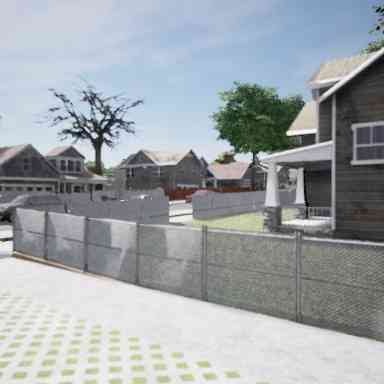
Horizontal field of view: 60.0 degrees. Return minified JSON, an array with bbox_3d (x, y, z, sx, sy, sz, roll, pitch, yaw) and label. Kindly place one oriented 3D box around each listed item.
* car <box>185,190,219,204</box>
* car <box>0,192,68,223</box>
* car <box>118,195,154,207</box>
[{"bbox_3d":[1.200,0.507,37.663,1.882,1.535,5.008,0,2,35],"label":"car"},{"bbox_3d":[-10.383,0.933,21.211,2.097,1.767,4.553,0,2,35],"label":"car"},{"bbox_3d":[-4.699,0.910,29.297,1.895,1.301,4.718,0,2,35],"label":"car"}]
